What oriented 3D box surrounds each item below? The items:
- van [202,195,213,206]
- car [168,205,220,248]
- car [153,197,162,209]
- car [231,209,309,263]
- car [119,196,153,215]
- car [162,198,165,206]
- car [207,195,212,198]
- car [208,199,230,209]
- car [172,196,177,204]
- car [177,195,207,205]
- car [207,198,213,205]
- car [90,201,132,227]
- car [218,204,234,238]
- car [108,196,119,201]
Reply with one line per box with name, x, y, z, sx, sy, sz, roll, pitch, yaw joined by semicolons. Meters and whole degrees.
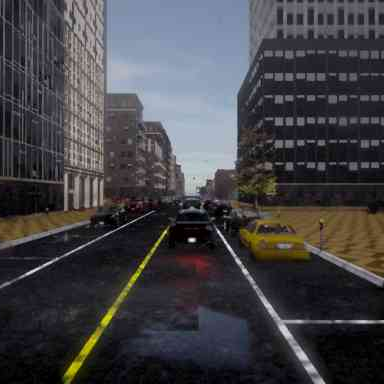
van;2.662;1.373;57.198;1.690;1.788;3.998;0;0;0
car;0.000;1.517;14.650;1.837;1.490;4.892;0;0;0
car;-5.686;1.564;45.846;1.887;1.381;4.507;0;0;0
car;2.668;1.524;11.855;1.752;1.417;4.829;0;0;0
car;-5.685;1.324;34.467;2.192;1.841;5.009;0;0;0
car;-5.687;1.597;57.223;1.947;1.339;4.313;0;0;0
car;2.661;1.607;51.508;1.802;1.307;4.206;0;0;0
car;2.661;1.571;28.752;1.947;1.339;4.313;0;0;0
car;-3.003;1.602;67.783;2.033;1.411;5.357;0;0;0
car;0.000;1.373;29.620;2.097;1.767;4.553;0;0;0
car;2.661;1.575;34.441;1.947;1.339;4.313;0;0;0
car;-5.686;1.568;23.089;1.947;1.339;4.313;0;0;0
car;2.663;1.551;17.374;2.008;1.369;4.403;0;0;0
car;-17.465;1.584;78.009;4.206;1.307;1.802;0;0;0
